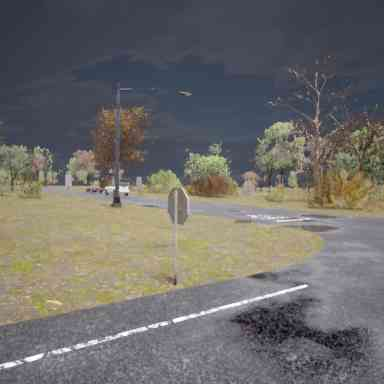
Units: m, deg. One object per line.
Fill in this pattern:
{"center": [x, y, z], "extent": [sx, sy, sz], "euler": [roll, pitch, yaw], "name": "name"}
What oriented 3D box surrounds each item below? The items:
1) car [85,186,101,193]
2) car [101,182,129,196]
{"center": [-17.690, -0.440, 59.849], "extent": [1.895, 1.301, 4.718], "euler": [0, 2, -36], "name": "car"}
{"center": [-11.613, -0.484, 51.366], "extent": [2.150, 2.045, 5.566], "euler": [0, 2, -36], "name": "car"}
